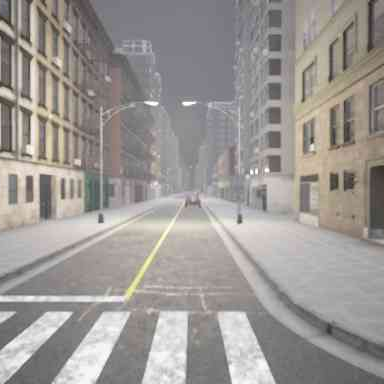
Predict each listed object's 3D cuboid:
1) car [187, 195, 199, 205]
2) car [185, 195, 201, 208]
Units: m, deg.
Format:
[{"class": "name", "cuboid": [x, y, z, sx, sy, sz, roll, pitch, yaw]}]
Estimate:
[{"class": "car", "cuboid": [0.094, 1.231, 53.444, 1.812, 1.442, 4.674, 0, 0, 0]}, {"class": "car", "cuboid": [0.107, 1.109, 43.751, 2.097, 1.767, 4.553, 0, 0, 0]}]
